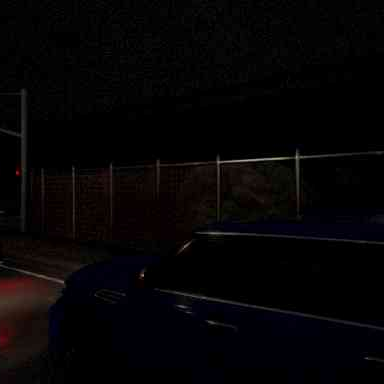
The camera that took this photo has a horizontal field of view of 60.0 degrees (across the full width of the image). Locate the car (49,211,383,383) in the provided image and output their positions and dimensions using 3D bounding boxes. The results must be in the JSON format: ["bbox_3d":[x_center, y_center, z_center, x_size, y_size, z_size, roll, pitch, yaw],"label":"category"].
[{"bbox_3d":[0.904,1.221,3.346,5.566,2.045,2.150,0,0,35],"label":"car"}]

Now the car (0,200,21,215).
[{"bbox_3d":[-18.348,1.533,34.428,1.882,1.535,5.008,0,0,35],"label":"car"}]

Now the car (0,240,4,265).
[{"bbox_3d":[-7.110,1.492,9.063,4.902,1.511,2.128,0,0,33],"label":"car"}]
